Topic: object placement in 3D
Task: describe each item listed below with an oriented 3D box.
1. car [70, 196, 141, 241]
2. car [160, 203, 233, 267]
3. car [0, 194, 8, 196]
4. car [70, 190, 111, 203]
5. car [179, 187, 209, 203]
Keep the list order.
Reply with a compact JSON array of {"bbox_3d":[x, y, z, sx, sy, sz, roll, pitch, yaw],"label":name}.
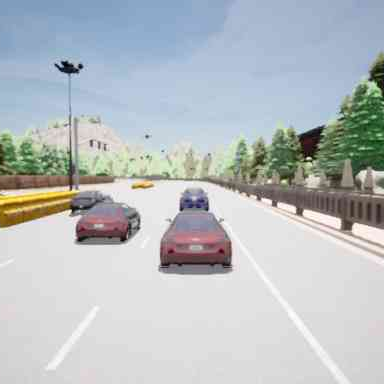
[{"bbox_3d":[-3.382,1.112,14.096,1.994,1.385,4.181,0,3,0],"label":"car"},{"bbox_3d":[0.107,1.284,10.392,1.994,1.385,4.181,0,3,0],"label":"car"},{"bbox_3d":[-14.020,0.670,21.693,1.882,1.535,5.008,0,3,1],"label":"car"},{"bbox_3d":[-6.840,0.622,23.019,2.128,1.511,4.902,0,3,0],"label":"car"},{"bbox_3d":[0.168,0.417,24.433,2.097,1.767,4.553,0,3,0],"label":"car"}]
